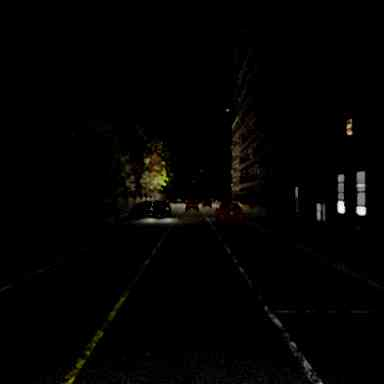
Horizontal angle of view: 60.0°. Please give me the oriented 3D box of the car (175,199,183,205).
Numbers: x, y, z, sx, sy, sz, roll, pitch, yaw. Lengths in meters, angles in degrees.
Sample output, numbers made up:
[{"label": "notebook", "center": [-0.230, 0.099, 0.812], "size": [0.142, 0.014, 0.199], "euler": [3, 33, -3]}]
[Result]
[{"label": "car", "center": [-3.052, 2.230, 75.471], "size": [1.994, 1.385, 4.181], "euler": [0, -1, 0]}]

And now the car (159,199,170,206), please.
[{"label": "car", "center": [-5.813, 2.266, 70.062], "size": [2.008, 1.369, 4.403], "euler": [0, -1, 0]}]

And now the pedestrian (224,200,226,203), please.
[{"label": "pedestrian", "center": [2.980, 1.591, 29.907], "size": [0.375, 1.860, 0.375], "euler": [0, -1, -5]}]

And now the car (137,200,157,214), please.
[{"label": "car", "center": [-5.716, 1.865, 42.373], "size": [1.967, 1.590, 4.097], "euler": [0, -1, 0]}]

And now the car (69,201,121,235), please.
[{"label": "car", "center": [-5.700, 1.516, 20.221], "size": [2.192, 1.841, 5.009], "euler": [0, -1, 0]}]

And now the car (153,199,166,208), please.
[{"label": "car", "center": [-5.728, 2.038, 58.989], "size": [1.967, 1.590, 4.097], "euler": [0, -1, 0]}]

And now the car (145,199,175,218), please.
[{"label": "car", "center": [-3.118, 1.689, 33.730], "size": [2.097, 1.767, 4.553], "euler": [0, -1, 0]}]

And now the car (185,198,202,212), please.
[{"label": "car", "center": [0.024, 1.965, 46.013], "size": [1.837, 1.490, 4.892], "euler": [0, -1, 0]}]

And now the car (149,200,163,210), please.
[{"label": "car", "center": [-5.724, 2.064, 53.279], "size": [1.752, 1.417, 4.829], "euler": [0, -1, 0]}]

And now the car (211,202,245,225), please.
[{"label": "car", "center": [2.982, 1.620, 27.096], "size": [2.097, 1.767, 4.553], "euler": [0, -1, 0]}]

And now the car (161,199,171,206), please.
[{"label": "car", "center": [-5.869, 2.319, 75.602], "size": [1.887, 1.381, 4.507], "euler": [0, -1, 0]}]

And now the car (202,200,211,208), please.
[{"label": "car", "center": [2.652, 2.148, 58.995], "size": [2.008, 1.369, 4.403], "euler": [0, -1, 0]}]

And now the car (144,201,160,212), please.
[{"label": "car", "center": [-5.720, 2.064, 47.910], "size": [1.802, 1.307, 4.206], "euler": [0, -1, 0]}]

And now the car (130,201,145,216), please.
[{"label": "car", "center": [-5.713, 1.934, 36.834], "size": [1.947, 1.339, 4.313], "euler": [0, -1, 0]}]
